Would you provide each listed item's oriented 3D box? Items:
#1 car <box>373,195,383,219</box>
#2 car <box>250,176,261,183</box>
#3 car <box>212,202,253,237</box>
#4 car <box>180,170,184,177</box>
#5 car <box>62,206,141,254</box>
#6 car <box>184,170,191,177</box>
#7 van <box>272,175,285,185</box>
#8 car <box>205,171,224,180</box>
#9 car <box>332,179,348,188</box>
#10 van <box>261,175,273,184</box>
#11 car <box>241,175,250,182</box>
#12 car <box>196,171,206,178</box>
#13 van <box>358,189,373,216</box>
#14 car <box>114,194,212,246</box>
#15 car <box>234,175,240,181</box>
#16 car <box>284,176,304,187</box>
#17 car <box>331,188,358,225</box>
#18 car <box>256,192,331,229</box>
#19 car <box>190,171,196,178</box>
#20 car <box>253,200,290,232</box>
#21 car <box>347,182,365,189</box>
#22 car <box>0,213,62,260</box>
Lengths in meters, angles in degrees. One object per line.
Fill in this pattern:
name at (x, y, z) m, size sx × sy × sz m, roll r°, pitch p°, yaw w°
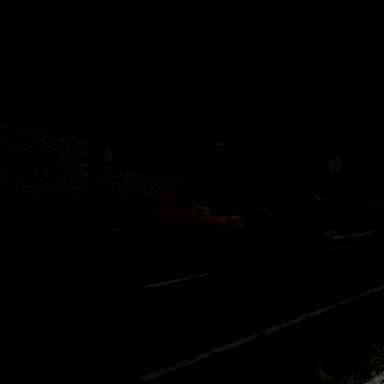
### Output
car at (12.486, 1.059, 25.496) m, size 4.553 × 1.767 × 2.185 m, roll -1°, pitch 0°, yaw 35°
car at (14.968, -2.551, 71.409) m, size 1.946 × 1.575 × 5.366 m, roll 6°, pitch 4°, yaw 34°
car at (0.069, 1.369, 16.877) m, size 5.366 × 1.575 × 1.946 m, roll -1°, pitch 0°, yaw 34°
car at (-1.079, -5.091, 93.084) m, size 2.435 × 2.045 × 5.566 m, roll 1°, pitch -1°, yaw 34°
car at (-4.663, 1.473, 13.263) m, size 4.792 × 1.488 × 2.163 m, roll -1°, pitch 0°, yaw 34°
car at (0.716, -4.815, 90.754) m, size 2.185 × 1.767 × 4.553 m, roll 4°, pitch 1°, yaw 33°
van at (18.321, -2.227, 66.238) m, size 1.878 × 1.987 × 4.442 m, roll 7°, pitch 4°, yaw 34°
car at (6.165, -3.912, 83.613) m, size 1.946 × 1.575 × 5.366 m, roll 6°, pitch 4°, yaw 34°
car at (25.389, -1.166, 56.560) m, size 2.435 × 2.045 × 5.566 m, roll 6°, pitch 4°, yaw 34°
van at (16.567, -2.500, 68.692) m, size 1.878 × 1.987 × 4.442 m, roll 7°, pitch 4°, yaw 34°
car at (13.113, -2.780, 73.711) m, size 2.002 × 1.452 × 4.674 m, roll 7°, pitch 4°, yaw 34°
car at (4.288, -4.431, 85.852) m, size 2.435 × 2.045 × 5.566 m, roll 7°, pitch 4°, yaw 33°
van at (10.092, 0.994, 23.724) m, size 4.442 × 1.987 × 1.878 m, roll -1°, pitch -1°, yaw 35°
car at (-2.237, 1.155, 15.028) m, size 5.566 × 2.045 × 2.435 m, roll -1°, pitch 0°, yaw 34°
car at (11.346, -3.053, 76.155) m, size 2.002 × 1.452 × 4.674 m, roll 6°, pitch 4°, yaw 34°
car at (20.107, -1.730, 63.895) m, size 2.231 × 1.521 × 4.892 m, roll 6°, pitch 4°, yaw 34°
car at (7.568, 1.006, 22.031) m, size 5.566 × 2.045 × 2.435 m, roll -1°, pitch -1°, yaw 34°
car at (5.070, 1.044, 20.305) m, size 5.566 × 2.045 × 2.435 m, roll -1°, pitch 0°, yaw 34°
car at (2.470, -4.581, 88.301) m, size 2.185 × 1.767 × 4.553 m, roll 6°, pitch 3°, yaw 33°
car at (2.662, 1.372, 18.528) m, size 4.674 × 1.452 × 2.002 m, roll -1°, pitch 0°, yaw 34°
car at (27.108, -0.604, 54.108) m, size 2.002 × 1.452 × 4.674 m, roll 6°, pitch 4°, yaw 34°
car at (-7.067, 1.484, 11.495) m, size 4.892 × 1.521 × 2.231 m, roll -1°, pitch -1°, yaw 34°
